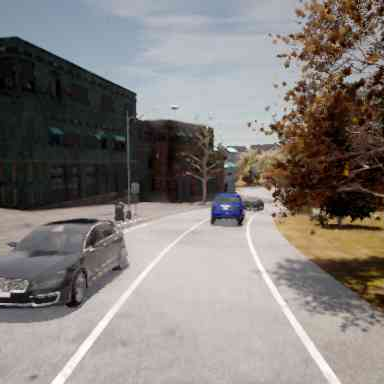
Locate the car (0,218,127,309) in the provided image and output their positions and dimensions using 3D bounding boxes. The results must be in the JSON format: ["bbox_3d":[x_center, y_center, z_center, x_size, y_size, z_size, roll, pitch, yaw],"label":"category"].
[{"bbox_3d":[-2.949,1.460,7.988,1.837,1.490,4.892,0,0,4],"label":"car"}]

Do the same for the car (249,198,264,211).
[{"bbox_3d":[7.901,1.495,41.798,1.837,1.490,4.892,2,0,20],"label":"car"}]

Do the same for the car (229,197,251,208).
[{"bbox_3d":[7.126,1.472,48.956,1.994,1.385,4.181,2,0,24],"label":"car"}]

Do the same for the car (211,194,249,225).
[{"bbox_3d":[2.704,1.158,24.126,2.150,2.045,5.566,1,0,11],"label":"car"}]
